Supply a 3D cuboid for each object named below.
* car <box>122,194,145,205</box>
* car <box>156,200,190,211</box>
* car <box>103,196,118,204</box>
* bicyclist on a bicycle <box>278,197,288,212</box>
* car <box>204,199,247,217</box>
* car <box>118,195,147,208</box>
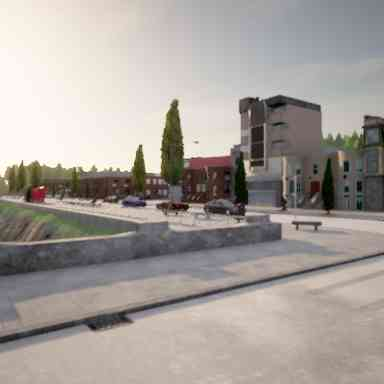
[{"bbox_3d":[-10.091,1.325,56.955,2.097,1.767,4.553,0,0,-36],"label":"car"},{"bbox_3d":[-2.256,1.578,38.747,1.895,1.301,4.718,0,0,-35],"label":"car"},{"bbox_3d":[-15.828,1.498,64.989,1.812,1.442,4.674,0,0,-36],"label":"car"},{"bbox_3d":[9.909,1.318,36.148,1.656,1.620,0.582,0,0,-35],"label":"bicyclist on a bicycle"},{"bbox_3d":[3.084,1.483,31.254,1.837,1.490,4.892,0,0,-35],"label":"car"},{"bbox_3d":[-8.153,1.455,47.049,1.882,1.535,5.008,0,0,-35],"label":"car"}]
